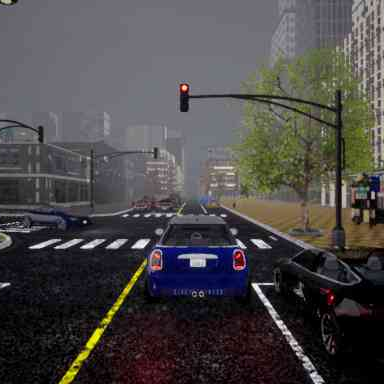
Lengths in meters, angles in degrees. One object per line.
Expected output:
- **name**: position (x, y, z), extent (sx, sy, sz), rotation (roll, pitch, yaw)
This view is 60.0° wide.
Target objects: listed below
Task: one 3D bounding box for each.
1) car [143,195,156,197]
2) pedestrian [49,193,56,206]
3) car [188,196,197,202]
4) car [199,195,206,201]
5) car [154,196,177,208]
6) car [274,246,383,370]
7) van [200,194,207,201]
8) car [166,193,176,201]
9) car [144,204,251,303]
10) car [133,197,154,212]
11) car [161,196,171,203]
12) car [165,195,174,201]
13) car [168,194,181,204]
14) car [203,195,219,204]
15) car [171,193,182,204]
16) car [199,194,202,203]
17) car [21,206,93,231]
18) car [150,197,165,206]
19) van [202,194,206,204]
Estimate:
- **car**: position (-5.628, 1.318, 43.742), extent (2.192, 1.841, 5.009), rotation (0, 0, 0)
- **pedestrian**: position (-12.710, 1.039, 30.205), extent (0.375, 1.860, 0.375), rotation (0, -1, -1)
- **car**: position (0.106, 1.547, 79.206), extent (2.033, 1.411, 5.357), rotation (0, 0, 0)
- **car**: position (2.812, 1.534, 88.311), extent (1.752, 1.417, 4.829), rotation (0, 0, 0)
- **car**: position (-3.041, 1.528, 38.477), extent (1.812, 1.442, 4.674), rotation (0, 0, -2)
- **car**: position (2.701, 1.566, 5.704), extent (1.947, 1.339, 4.313), rotation (0, 0, 0)
- **van**: position (2.805, 1.349, 82.590), extent (1.690, 1.788, 3.998), rotation (0, 0, 0)
- **car**: position (-5.568, 1.324, 88.150), extent (2.192, 1.841, 5.009), rotation (0, 0, 0)
- **car**: position (0.111, 1.352, 8.372), extent (2.097, 1.767, 4.553), rotation (0, 0, 0)
- **car**: position (-5.636, 1.584, 38.191), extent (1.802, 1.307, 4.206), rotation (0, 0, 0)
- **car**: position (-5.592, 1.532, 71.327), extent (1.752, 1.417, 4.829), rotation (0, 0, 0)
- **car**: position (-5.577, 1.559, 82.599), extent (2.008, 1.369, 4.403), rotation (0, 0, 0)
- **car**: position (-3.033, 1.481, 48.511), extent (1.882, 1.535, 5.008), rotation (0, 0, 0)
- **car**: position (2.752, 1.528, 43.903), extent (1.752, 1.417, 4.829), rotation (0, 0, 0)
- **car**: position (-2.992, 1.226, 59.008), extent (2.150, 2.045, 5.566), rotation (0, 0, 1)
- **car**: position (2.774, 1.556, 60.386), extent (2.008, 1.369, 4.403), rotation (0, 0, 0)
- **car**: position (-8.153, 1.529, 20.144), extent (4.181, 1.385, 1.994), rotation (2, 0, 18)
- **car**: position (-5.614, 1.555, 54.844), extent (2.008, 1.369, 4.403), rotation (0, 0, 0)
- **van**: position (2.760, 1.345, 49.284), extent (1.690, 1.788, 3.998), rotation (0, 0, 0)
